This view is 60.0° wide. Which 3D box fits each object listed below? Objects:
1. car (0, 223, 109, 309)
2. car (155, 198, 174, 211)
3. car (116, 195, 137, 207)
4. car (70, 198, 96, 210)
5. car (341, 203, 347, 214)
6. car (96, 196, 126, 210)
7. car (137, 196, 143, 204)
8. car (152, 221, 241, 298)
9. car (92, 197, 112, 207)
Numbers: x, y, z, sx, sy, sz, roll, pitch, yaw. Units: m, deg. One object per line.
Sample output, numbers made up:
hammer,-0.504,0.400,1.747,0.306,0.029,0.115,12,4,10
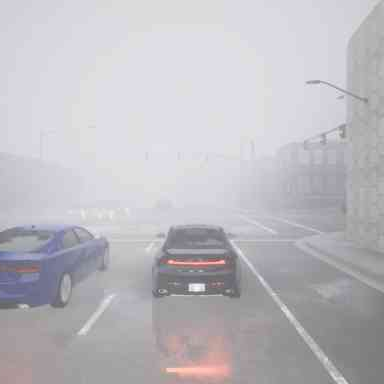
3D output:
car,-3.401,1.478,7.979,1.882,1.535,5.008,0,0,0
car,-3.254,1.477,39.900,1.882,1.535,5.008,0,0,1
car,-10.434,1.599,52.367,1.895,1.301,4.718,0,0,0
car,-13.970,1.526,42.625,1.812,1.442,4.674,0,0,1
car,14.997,1.015,27.568,5.008,1.535,1.882,-5,0,0
car,-10.478,1.601,43.206,1.895,1.301,4.718,0,0,3
car,-10.373,1.526,62.521,1.812,1.442,4.674,0,0,0
car,0.104,1.505,8.525,1.837,1.490,4.892,0,0,0
car,-13.936,1.526,51.725,1.812,1.442,4.674,0,0,0
